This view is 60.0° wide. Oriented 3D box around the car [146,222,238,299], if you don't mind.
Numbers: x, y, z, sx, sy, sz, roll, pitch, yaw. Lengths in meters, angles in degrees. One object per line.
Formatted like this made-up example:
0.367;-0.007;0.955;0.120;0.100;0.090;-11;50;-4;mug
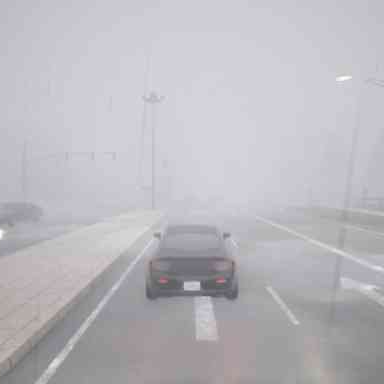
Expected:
0.000;1.452;8.102;1.812;1.442;4.674;0;1;0;car

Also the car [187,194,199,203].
0.093;1.060;56.130;1.994;1.385;4.181;0;1;0;car

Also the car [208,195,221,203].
3.594;1.119;53.721;1.895;1.301;4.718;0;1;0;car

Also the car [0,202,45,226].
-11.561;1.352;21.656;2.033;1.411;5.357;0;1;1;car

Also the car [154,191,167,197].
-8.395;0.556;89.172;2.097;1.767;4.553;0;1;-1;car

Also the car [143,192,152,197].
-11.894;0.726;89.090;1.812;1.442;4.674;0;1;-1;car
